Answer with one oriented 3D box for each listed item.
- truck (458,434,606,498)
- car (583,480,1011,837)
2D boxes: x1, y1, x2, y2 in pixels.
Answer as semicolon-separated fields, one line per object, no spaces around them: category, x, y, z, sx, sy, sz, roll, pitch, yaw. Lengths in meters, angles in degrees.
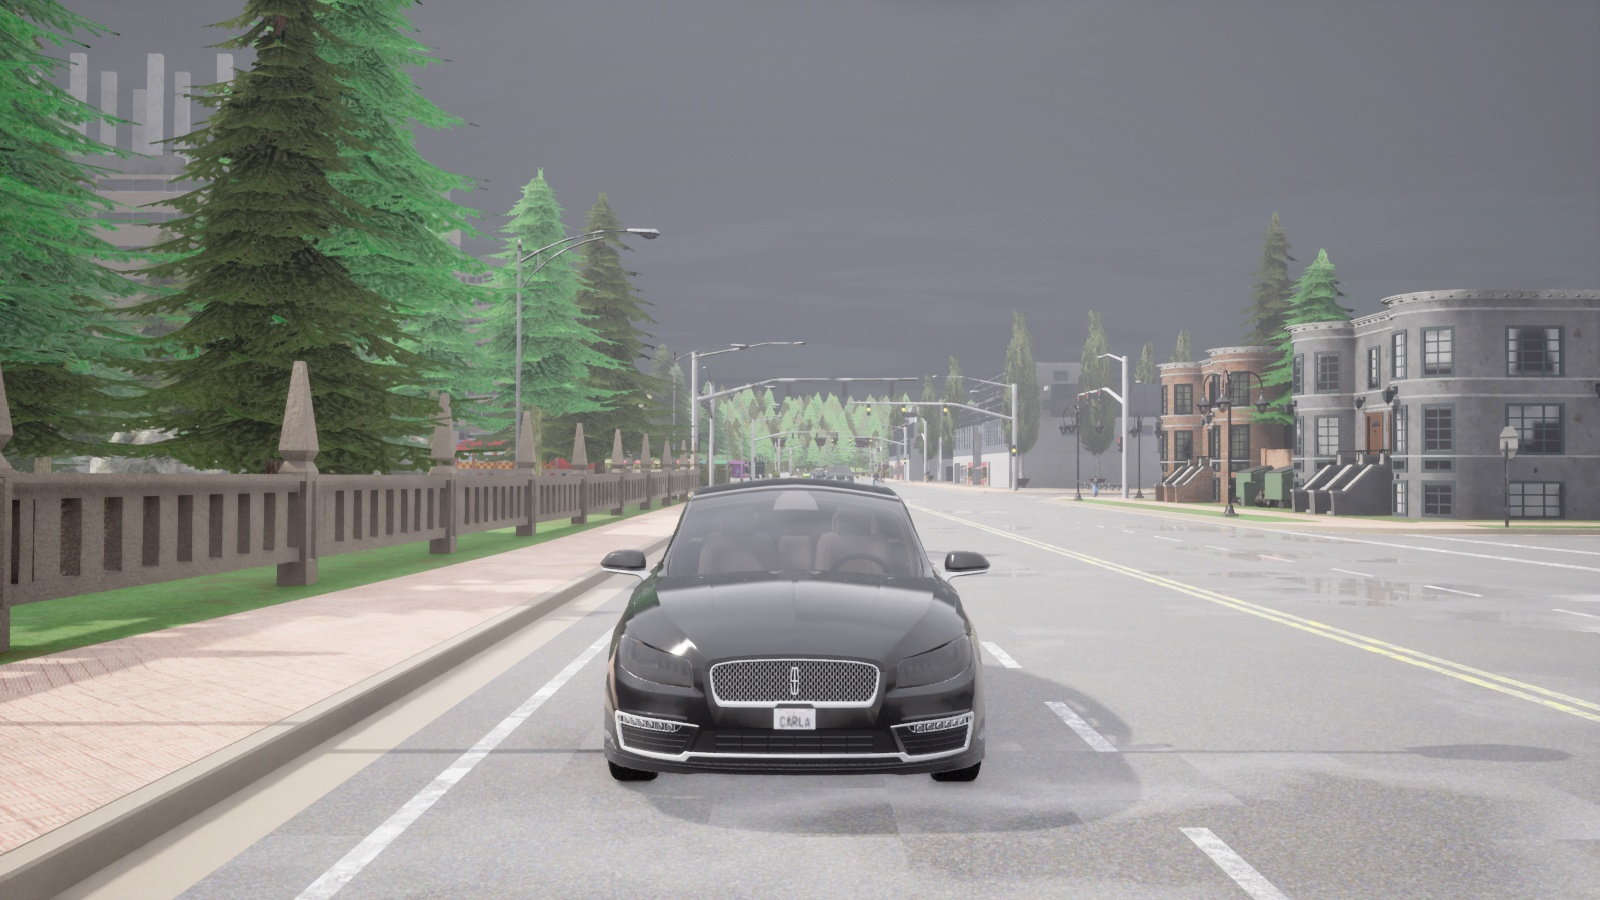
truck;-16.340;1.006;77.079;8.468;3.827;2.891;0;-1;0
car;-0.021;0.951;7.847;1.837;1.490;4.892;0;-1;0
